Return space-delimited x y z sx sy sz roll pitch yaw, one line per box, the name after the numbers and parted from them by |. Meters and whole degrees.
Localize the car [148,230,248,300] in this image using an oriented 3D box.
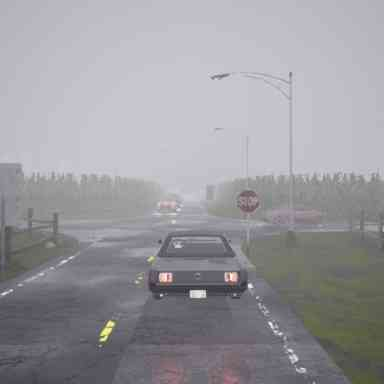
0.073 1.601 8.377 1.895 1.301 4.718 0 0 -1 | car

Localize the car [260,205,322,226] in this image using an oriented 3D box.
6.972 1.627 23.550 4.181 1.385 1.994 1 -1 -8 | car

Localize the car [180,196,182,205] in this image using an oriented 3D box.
-2.841 1.205 48.904 2.150 2.045 5.566 0 0 -1 | car

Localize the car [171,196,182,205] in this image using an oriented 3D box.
-2.809 1.499 60.453 1.812 1.442 4.674 0 0 0 | car

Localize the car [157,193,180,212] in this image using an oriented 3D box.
-2.840 1.342 38.265 2.097 1.767 4.553 0 0 0 | car
